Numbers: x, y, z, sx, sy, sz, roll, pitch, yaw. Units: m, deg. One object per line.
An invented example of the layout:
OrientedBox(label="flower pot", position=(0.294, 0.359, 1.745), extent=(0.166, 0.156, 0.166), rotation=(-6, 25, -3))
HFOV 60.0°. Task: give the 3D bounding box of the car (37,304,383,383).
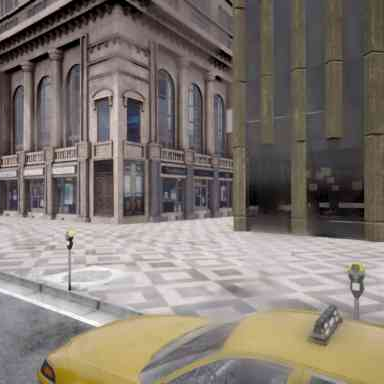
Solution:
OrientedBox(label="car", position=(0.718, 1.525, 2.462), extent=(4.829, 1.417, 1.752), rotation=(0, 0, 36))
